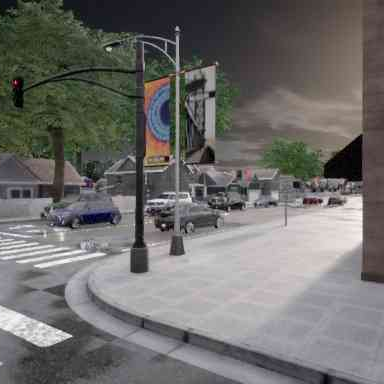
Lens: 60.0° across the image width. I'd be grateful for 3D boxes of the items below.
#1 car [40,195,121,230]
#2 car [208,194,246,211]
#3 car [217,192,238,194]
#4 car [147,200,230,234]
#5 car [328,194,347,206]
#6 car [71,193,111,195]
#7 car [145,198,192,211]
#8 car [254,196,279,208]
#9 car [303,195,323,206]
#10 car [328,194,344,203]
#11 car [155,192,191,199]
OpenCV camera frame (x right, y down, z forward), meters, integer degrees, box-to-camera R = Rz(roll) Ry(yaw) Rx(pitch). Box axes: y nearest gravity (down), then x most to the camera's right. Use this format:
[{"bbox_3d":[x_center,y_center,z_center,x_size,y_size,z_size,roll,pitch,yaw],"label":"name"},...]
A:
[{"bbox_3d":[-6.690,1.264,20.797,2.097,1.767,4.553,0,0,35],"label":"car"},{"bbox_3d":[3.989,1.287,35.715,1.882,1.535,5.008,0,0,35],"label":"car"},{"bbox_3d":[4.083,1.004,41.412,2.150,2.045,5.566,0,0,35],"label":"car"},{"bbox_3d":[-0.015,1.407,18.624,1.837,1.490,4.892,0,0,36],"label":"car"},{"bbox_3d":[21.006,1.216,48.003,1.837,1.490,4.892,0,1,36],"label":"car"},{"bbox_3d":[-8.167,1.120,24.373,2.150,2.045,5.566,0,0,34],"label":"car"},{"bbox_3d":[-1.463,1.462,28.114,1.895,1.301,4.718,0,0,36],"label":"car"},{"bbox_3d":[9.788,1.248,43.778,2.128,1.511,4.902,0,0,36],"label":"car"},{"bbox_3d":[18.036,1.189,49.436,1.882,1.535,5.008,0,0,36],"label":"car"},{"bbox_3d":[26.656,1.146,61.484,1.837,1.490,4.892,0,0,36],"label":"car"},{"bbox_3d":[-2.174,1.063,32.683,2.150,2.045,5.566,0,0,35],"label":"car"}]
